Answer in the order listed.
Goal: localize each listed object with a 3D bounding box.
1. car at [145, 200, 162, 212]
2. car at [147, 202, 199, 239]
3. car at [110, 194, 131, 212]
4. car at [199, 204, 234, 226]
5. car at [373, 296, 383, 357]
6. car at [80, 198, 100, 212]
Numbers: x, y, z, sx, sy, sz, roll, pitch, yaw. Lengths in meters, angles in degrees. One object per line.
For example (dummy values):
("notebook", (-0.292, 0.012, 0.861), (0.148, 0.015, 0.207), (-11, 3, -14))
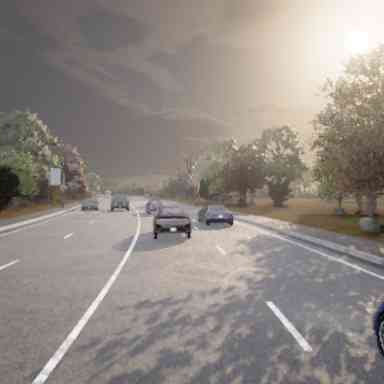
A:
("car", (-3.975, 1.549, 35.721), (2.033, 1.411, 5.357), (0, 0, -11))
("car", (-1.117, 1.491, 17.544), (2.128, 1.511, 4.902), (0, 0, -6))
("car", (-8.473, 1.228, 39.381), (2.150, 2.045, 5.566), (0, 0, -12))
("car", (1.589, 1.558, 23.720), (1.994, 1.385, 4.181), (0, 0, -8))
("car", (3.459, 1.516, 2.687), (1.812, 1.442, 4.674), (0, 0, -1))
("car", (-12.182, 1.514, 40.029), (1.837, 1.490, 4.892), (0, 0, -12))
